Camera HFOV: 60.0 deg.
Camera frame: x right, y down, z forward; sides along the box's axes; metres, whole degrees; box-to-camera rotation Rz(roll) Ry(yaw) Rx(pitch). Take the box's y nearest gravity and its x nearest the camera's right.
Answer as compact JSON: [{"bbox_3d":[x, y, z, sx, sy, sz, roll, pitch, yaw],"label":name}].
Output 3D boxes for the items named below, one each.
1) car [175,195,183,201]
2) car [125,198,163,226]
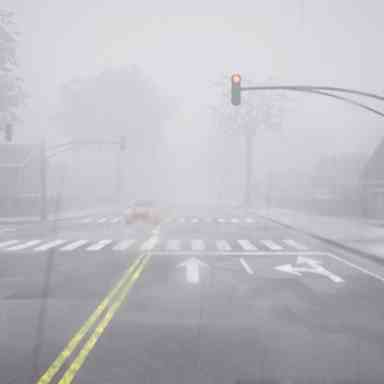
[{"bbox_3d":[-3.192,1.371,82.868,1.812,1.442,4.674,0,0,0],"label":"car"},{"bbox_3d":[-3.239,1.252,23.010,2.097,1.767,4.553,0,0,0],"label":"car"}]
